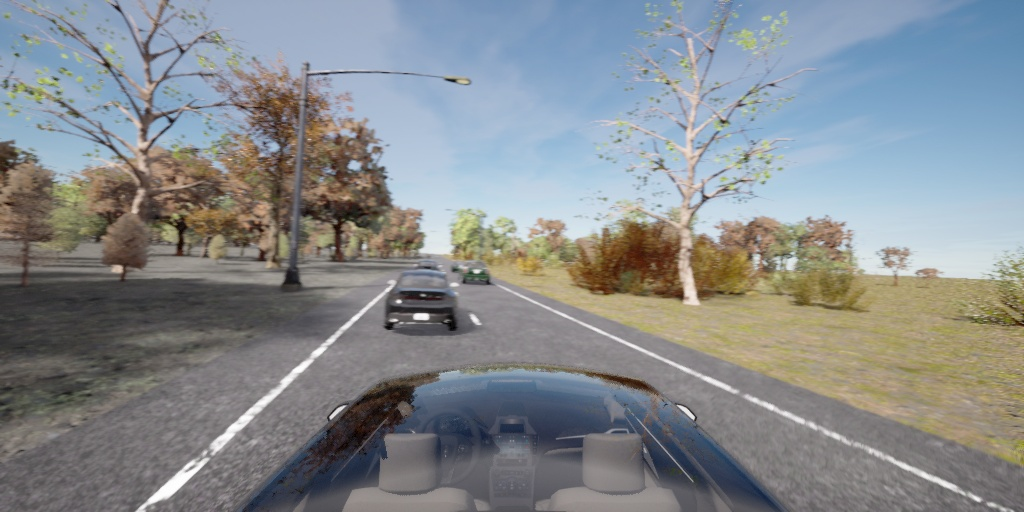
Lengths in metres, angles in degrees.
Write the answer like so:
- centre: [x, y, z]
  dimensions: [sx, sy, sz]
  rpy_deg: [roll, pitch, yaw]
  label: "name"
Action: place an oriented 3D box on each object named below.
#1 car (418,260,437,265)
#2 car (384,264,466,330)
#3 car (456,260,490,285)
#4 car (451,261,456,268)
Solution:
- centre: [-6.703, 1.087, 28.505]
  dimensions: [1.837, 1.490, 4.892]
  rpy_deg: [3, 0, -12]
  label: "car"
- centre: [-2.679, 1.173, 10.810]
  dimensions: [1.837, 1.490, 4.892]
  rpy_deg: [3, 0, -13]
  label: "car"
- centre: [-2.952, 1.148, 27.636]
  dimensions: [2.097, 1.767, 4.553]
  rpy_deg: [3, -1, -12]
  label: "car"
- centre: [-6.459, 1.293, 43.976]
  dimensions: [1.994, 1.385, 4.181]
  rpy_deg: [3, 0, -11]
  label: "car"
